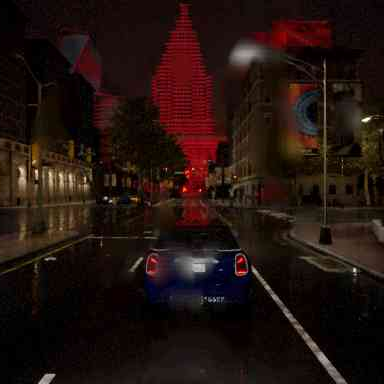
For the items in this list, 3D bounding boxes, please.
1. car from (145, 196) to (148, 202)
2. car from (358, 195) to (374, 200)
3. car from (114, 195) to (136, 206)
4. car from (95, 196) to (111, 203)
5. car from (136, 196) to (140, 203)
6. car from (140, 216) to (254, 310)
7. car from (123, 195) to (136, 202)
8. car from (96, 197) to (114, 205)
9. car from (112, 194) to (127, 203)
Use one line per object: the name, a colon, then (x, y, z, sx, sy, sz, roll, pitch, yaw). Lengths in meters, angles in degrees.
car: (-11.236, 1.552, 75.816, 1.994, 1.385, 4.181, 0, 0, 0)
car: (34.684, 1.481, 68.681, 2.231, 1.521, 4.892, 0, 0, 0)
car: (-11.386, 1.526, 56.795, 1.812, 1.442, 4.674, 0, 0, 0)
car: (-18.015, 1.595, 67.472, 1.895, 1.301, 4.718, 0, 0, 0)
car: (-11.300, 1.478, 65.943, 1.882, 1.535, 5.008, 0, 0, 1)
car: (0.101, 1.352, 7.960, 2.097, 1.767, 4.553, 0, 0, 0)
car: (-14.727, 1.525, 78.480, 2.128, 1.511, 4.902, 0, 0, 0)
car: (-14.876, 1.547, 57.969, 2.033, 1.411, 5.357, 0, 0, 0)
car: (-14.764, 1.352, 68.079, 2.097, 1.767, 4.553, 0, 0, 0)
